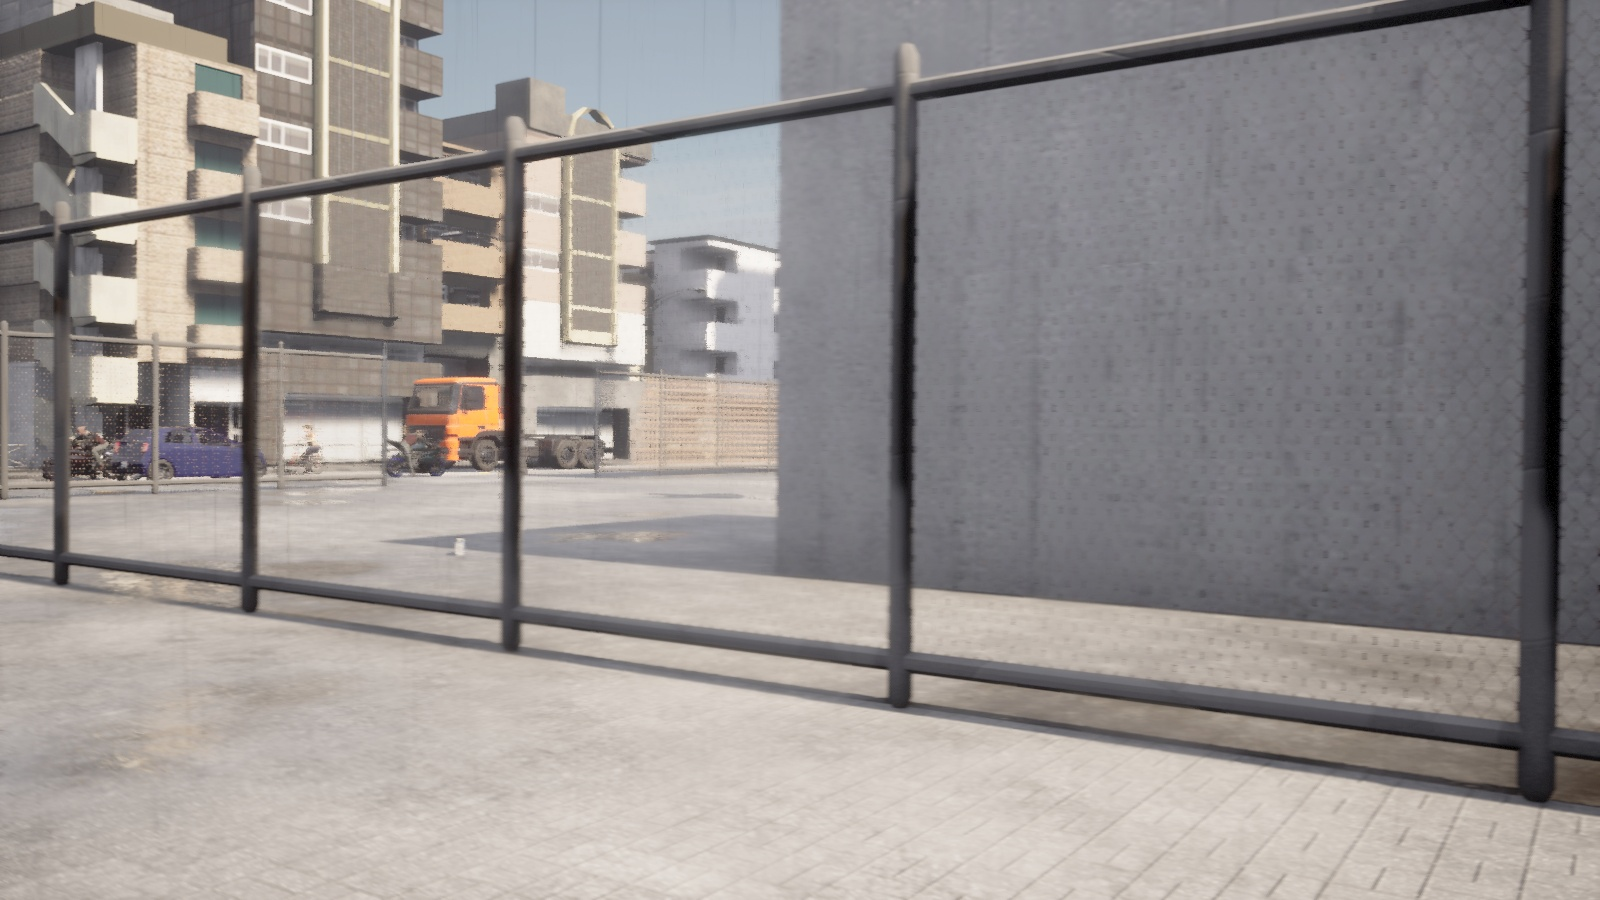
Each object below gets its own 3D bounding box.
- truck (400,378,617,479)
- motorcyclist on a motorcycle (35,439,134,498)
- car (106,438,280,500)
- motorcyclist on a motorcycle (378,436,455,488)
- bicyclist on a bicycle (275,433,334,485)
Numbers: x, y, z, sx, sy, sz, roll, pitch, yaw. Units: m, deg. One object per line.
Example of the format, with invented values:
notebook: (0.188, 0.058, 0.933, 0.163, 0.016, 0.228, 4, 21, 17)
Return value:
truck: (-10.797, -0.798, 47.353, 2.891, 3.462, 7.936, 0, 1, 37)
motorcyclist on a motorcycle: (-19.482, 0.476, 34.240, 0.866, 1.530, 2.191, 0, 1, 33)
car: (-15.722, 0.440, 32.675, 1.845, 1.501, 3.633, 0, 1, 34)
motorcyclist on a motorcycle: (-11.775, 0.346, 38.622, 0.866, 1.530, 2.191, 0, 1, 34)
bicyclist on a bicycle: (-15.734, 0.266, 39.883, 0.866, 1.612, 1.509, 0, 1, 34)
